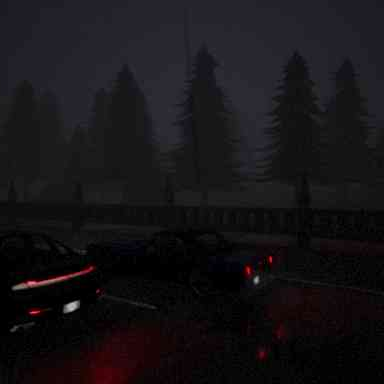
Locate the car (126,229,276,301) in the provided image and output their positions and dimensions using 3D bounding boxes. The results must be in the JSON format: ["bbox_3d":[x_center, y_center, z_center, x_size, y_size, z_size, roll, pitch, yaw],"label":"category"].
[{"bbox_3d":[-0.487,1.582,8.283,4.718,1.301,1.895,0,0,32],"label":"car"}]

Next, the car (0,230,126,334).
[{"bbox_3d":[-3.832,1.483,6.210,4.902,1.511,2.128,0,0,32],"label":"car"}]
